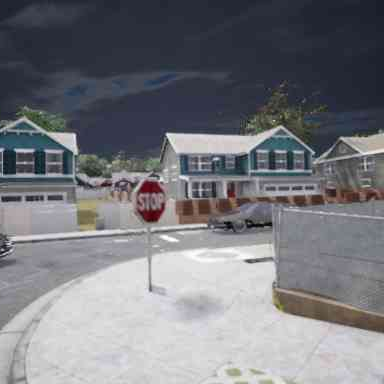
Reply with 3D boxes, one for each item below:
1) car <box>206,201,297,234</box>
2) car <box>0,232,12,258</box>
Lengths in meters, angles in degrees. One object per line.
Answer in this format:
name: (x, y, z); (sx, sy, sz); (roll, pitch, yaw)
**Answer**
car: (3.433, 1.152, 16.357); (5.357, 1.411, 2.033); (-2, -1, -18)
car: (-7.799, 1.462, 9.284); (4.892, 1.490, 1.837); (-2, -1, -20)
